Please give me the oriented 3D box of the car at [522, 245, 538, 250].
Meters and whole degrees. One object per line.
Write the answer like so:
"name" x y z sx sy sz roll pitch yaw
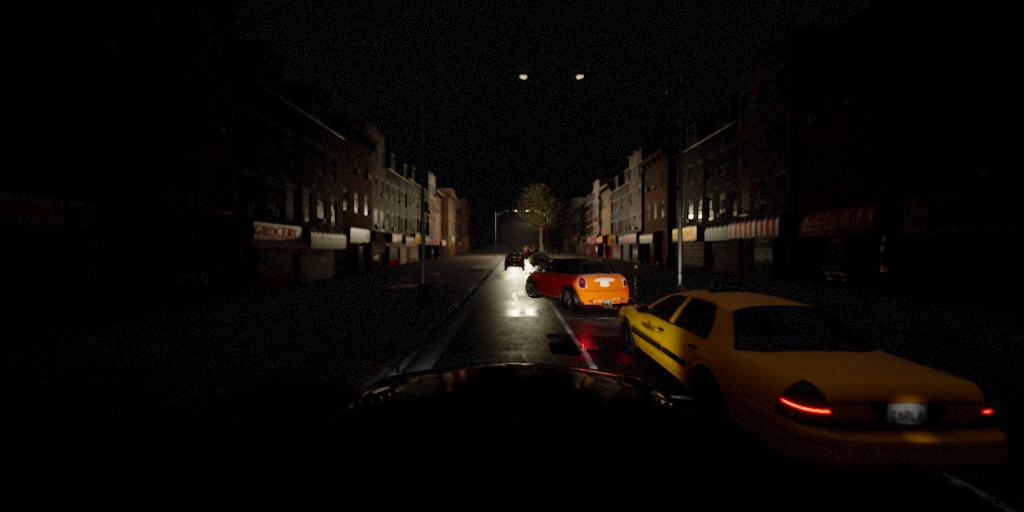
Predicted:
"car" 2.906 -0.346 51.980 2.192 1.841 5.009 0 0 0

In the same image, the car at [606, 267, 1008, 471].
"car" 3.043 1.135 5.312 1.801 1.575 5.366 0 1 0

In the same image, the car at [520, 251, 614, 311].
"car" 2.214 0.850 13.372 2.097 1.767 4.553 0 1 -20

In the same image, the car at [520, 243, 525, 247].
"car" 2.965 -0.786 63.094 2.192 1.841 5.009 0 0 0

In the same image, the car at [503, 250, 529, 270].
"car" 0.255 0.454 33.549 2.128 1.511 4.902 0 2 0

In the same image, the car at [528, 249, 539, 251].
"car" 2.847 0.257 41.034 1.751 1.417 4.829 0 0 0

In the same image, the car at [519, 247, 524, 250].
"car" 0.355 -0.130 51.254 1.837 1.490 4.892 0 2 0
